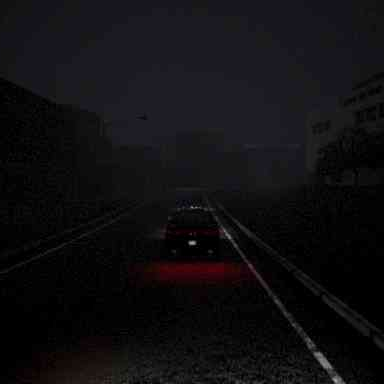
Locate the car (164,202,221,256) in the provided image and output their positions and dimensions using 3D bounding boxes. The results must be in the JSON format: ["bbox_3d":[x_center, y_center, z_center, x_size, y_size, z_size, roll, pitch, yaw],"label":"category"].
[{"bbox_3d":[0.031,1.404,12.949,1.882,1.535,5.008,0,1,0],"label":"car"}]

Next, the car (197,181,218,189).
[{"bbox_3d":[3.095,-1.425,66.423,1.882,1.535,5.008,4,5,42],"label":"car"}]

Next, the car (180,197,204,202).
[{"bbox_3d":[0.017,1.083,26.151,2.033,1.411,5.357,0,2,0],"label":"car"}]
